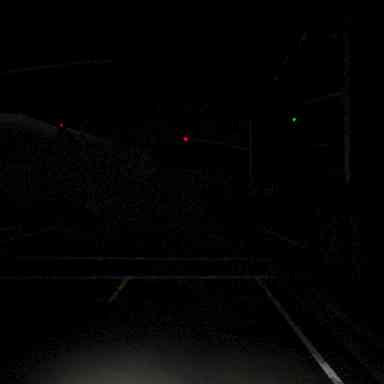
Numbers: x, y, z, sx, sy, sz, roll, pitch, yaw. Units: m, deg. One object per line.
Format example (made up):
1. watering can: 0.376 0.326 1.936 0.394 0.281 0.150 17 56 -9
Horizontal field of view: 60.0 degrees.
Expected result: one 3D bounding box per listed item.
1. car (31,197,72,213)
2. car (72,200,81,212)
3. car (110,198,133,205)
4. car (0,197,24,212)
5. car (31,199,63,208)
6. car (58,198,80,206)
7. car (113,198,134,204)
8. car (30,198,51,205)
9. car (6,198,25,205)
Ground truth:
1. car: -16.736 1.500 39.376 3.866 1.878 1.905 0 -1 0
2. car: -16.141 1.820 42.700 3.806 1.475 1.970 0 -1 0
3. car: -16.362 2.155 76.955 5.027 1.636 2.152 0 -1 0
4. car: -24.620 1.556 42.623 4.605 1.855 1.932 0 -1 0
5. car: -23.970 1.889 55.080 4.514 1.523 2.007 0 -1 0
6. car: -23.977 2.018 65.072 3.633 1.501 1.845 0 -1 0
7. car: -16.430 2.197 80.091 4.514 1.523 2.007 0 -1 0
8. car: -35.028 2.211 77.009 3.806 1.475 1.970 0 -1 0
9. car: -42.464 2.232 79.953 3.633 1.501 1.845 0 -1 0
